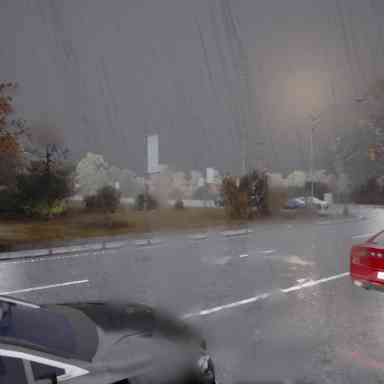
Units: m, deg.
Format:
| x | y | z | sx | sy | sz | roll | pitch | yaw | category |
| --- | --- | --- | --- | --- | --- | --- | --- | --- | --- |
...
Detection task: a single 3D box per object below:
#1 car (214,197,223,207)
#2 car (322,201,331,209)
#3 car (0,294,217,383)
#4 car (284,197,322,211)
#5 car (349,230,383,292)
| x | y | z | sx | sy | sz | roll | pitch | yaw | category |
| --- | --- | --- | --- | --- | --- | --- | --- | --- | --- |
| 5.056 | 1.296 | 44.561 | 1.837 | 1.490 | 4.892 | -1 | 0 | -39 | car |
| 13.898 | 1.281 | 39.162 | 1.812 | 1.442 | 4.674 | -1 | 0 | -39 | car |
| -2.007 | 1.492 | 2.299 | 4.902 | 1.511 | 2.128 | 0 | 0 | -35 | car |
| 11.113 | 1.334 | 37.009 | 2.033 | 1.411 | 5.357 | -1 | 0 | -39 | car |
| 5.709 | 1.445 | 7.814 | 5.008 | 1.535 | 1.882 | 0 | 0 | -36 | car |
